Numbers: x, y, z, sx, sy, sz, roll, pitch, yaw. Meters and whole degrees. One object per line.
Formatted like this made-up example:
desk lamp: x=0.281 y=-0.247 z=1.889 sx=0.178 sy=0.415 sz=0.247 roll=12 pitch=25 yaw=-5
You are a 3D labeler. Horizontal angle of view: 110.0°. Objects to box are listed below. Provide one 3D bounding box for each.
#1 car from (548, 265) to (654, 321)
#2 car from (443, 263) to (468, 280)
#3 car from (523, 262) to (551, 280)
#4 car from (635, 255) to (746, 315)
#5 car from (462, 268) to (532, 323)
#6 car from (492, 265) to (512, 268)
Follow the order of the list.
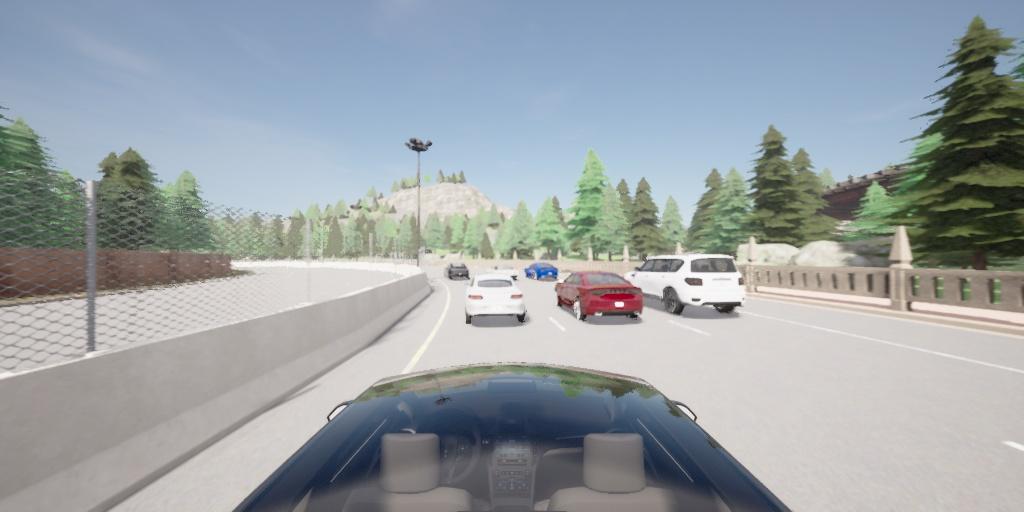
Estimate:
car: x=2.819 y=1.246 z=12.740 sx=1.882 sy=1.535 sz=5.008 roll=0 pitch=0 yaw=-6
car: x=-5.179 y=1.359 z=33.183 sx=2.128 sy=1.511 sz=4.902 roll=0 pitch=0 yaw=-18
car: x=2.482 y=1.304 z=32.080 sx=1.882 sy=1.535 sz=5.008 roll=0 pitch=0 yaw=-16
car: x=6.241 y=0.977 z=13.835 sx=2.150 sy=2.045 sz=5.566 roll=0 pitch=0 yaw=-7
car: x=-0.669 y=1.310 z=12.282 sx=1.812 sy=1.442 sz=4.674 roll=0 pitch=0 yaw=-6
car: x=-0.959 y=1.442 z=31.519 sx=1.895 sy=1.301 sz=4.718 roll=0 pitch=0 yaw=-16
